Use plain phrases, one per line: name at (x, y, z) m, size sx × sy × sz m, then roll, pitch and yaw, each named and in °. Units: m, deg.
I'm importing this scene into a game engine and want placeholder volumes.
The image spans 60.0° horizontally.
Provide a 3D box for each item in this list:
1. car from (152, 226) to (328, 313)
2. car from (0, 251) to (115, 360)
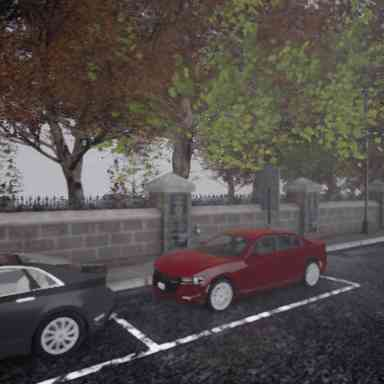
car at (1.250, 1.524, 7.609) m, size 4.507 × 1.381 × 1.887 m, roll 0°, pitch 0°, yaw -36°
car at (-3.230, 1.552, 4.349) m, size 4.403 × 1.369 × 2.008 m, roll 0°, pitch 0°, yaw -36°
